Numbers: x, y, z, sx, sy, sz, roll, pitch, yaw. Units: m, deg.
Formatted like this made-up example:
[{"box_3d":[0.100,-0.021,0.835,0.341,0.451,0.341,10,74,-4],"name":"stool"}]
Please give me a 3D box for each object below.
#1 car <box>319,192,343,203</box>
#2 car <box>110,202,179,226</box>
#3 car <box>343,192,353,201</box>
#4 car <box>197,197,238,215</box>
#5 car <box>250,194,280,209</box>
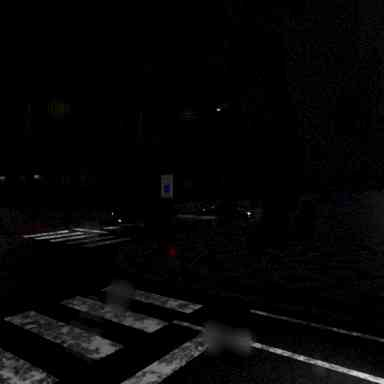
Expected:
[{"box_3d":[19.600,0.815,47.417,1.837,1.490,4.892,0,1,36],"name":"car"},{"box_3d":[-2.957,1.354,21.413,1.895,1.301,4.718,0,1,36],"name":"car"},{"box_3d":[25.488,0.654,55.641,1.882,1.535,5.008,0,1,36],"name":"car"},{"box_3d":[2.322,1.158,28.768,1.812,1.442,4.674,0,1,36],"name":"car"},{"box_3d":[8.129,0.977,36.868,1.882,1.535,5.008,0,1,36],"name":"car"}]
